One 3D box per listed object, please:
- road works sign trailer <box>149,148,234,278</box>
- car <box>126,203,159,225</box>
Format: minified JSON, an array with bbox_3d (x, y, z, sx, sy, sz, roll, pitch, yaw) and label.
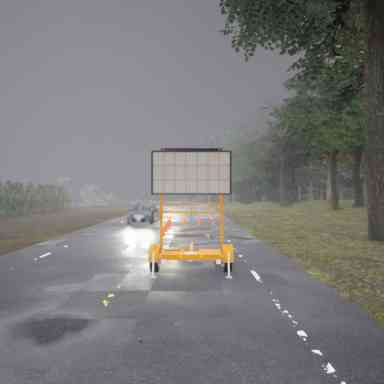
[{"bbox_3d":[-0.015,0.480,10.139,2.380,3.560,2.880,0,0,0],"label":"road works sign trailer"},{"bbox_3d":[-3.543,1.557,24.446,2.128,1.511,4.902,0,0,0],"label":"car"}]
